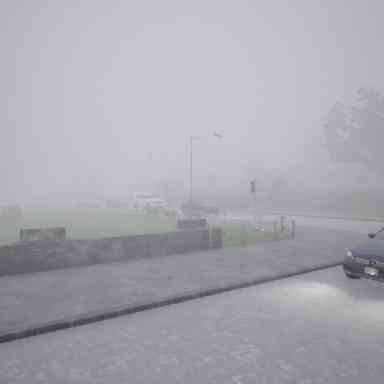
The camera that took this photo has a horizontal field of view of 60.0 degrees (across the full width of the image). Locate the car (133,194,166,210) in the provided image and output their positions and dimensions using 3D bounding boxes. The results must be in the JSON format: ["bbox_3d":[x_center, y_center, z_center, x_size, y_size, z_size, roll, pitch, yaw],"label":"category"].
[{"bbox_3d":[-5.434,1.221,41.866,2.150,2.045,5.566,0,0,-36],"label":"car"}]

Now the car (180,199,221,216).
[{"bbox_3d":[0.785,1.478,33.139,1.882,1.535,5.008,0,0,-36],"label":"car"}]

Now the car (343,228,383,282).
[{"bbox_3d":[5.932,1.526,8.827,4.674,1.442,1.812,0,0,-36],"label":"car"}]

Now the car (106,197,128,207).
[{"bbox_3d":[-11.297,1.478,50.146,1.882,1.535,5.008,0,0,-35],"label":"car"}]
